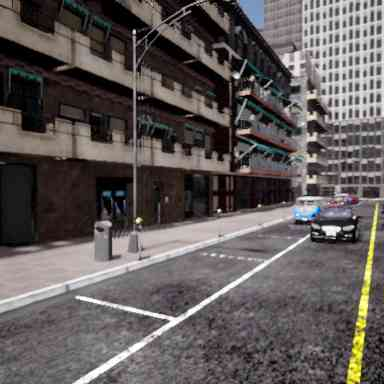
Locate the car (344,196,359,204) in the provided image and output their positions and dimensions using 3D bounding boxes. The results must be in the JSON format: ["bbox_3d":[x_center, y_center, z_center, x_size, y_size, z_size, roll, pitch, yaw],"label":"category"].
[{"bbox_3d":[27.387,1.334,57.066,1.947,1.339,4.313,0,0,29],"label":"car"}]

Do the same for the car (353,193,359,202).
[{"bbox_3d":[24.657,1.101,52.234,2.192,1.841,5.009,0,0,29],"label":"car"}]

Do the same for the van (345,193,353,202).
[{"bbox_3d":[19.200,1.164,42.570,1.690,1.788,3.998,0,0,29],"label":"van"}]

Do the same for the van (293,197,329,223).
[{"bbox_3d":[8.286,1.235,23.243,1.690,1.788,3.998,0,0,29],"label":"van"}]

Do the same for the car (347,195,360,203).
[{"bbox_3d":[30.115,1.294,61.898,1.887,1.381,4.507,0,0,29],"label":"car"}]

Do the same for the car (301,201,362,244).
[{"bbox_3d":[6.860,1.425,15.672,2.128,1.511,4.902,0,0,30],"label":"car"}]

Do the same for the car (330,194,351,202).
[{"bbox_3d":[16.472,1.282,37.738,1.967,1.590,4.097,0,0,29],"label":"car"}]
